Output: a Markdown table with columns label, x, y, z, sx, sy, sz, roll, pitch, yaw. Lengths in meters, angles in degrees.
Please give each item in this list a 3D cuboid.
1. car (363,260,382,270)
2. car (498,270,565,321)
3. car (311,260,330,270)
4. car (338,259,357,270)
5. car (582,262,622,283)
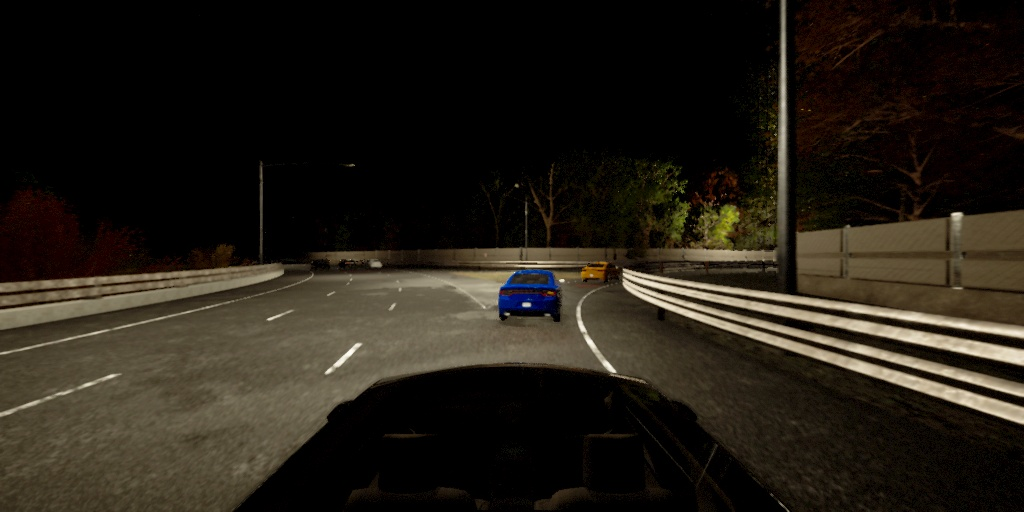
| label | x | y | z | sx | sy | sz | roll | pitch | yaw |
| --- | --- | --- | --- | --- | --- | --- | --- | --- | --- |
| car | -21.331 | 1.305 | 54.910 | 1.812 | 1.442 | 4.674 | 0 | -1 | -35 |
| car | 0.802 | 1.233 | 12.618 | 1.882 | 1.535 | 5.008 | 0 | 0 | 9 |
| car | -27.831 | 1.256 | 51.985 | 1.882 | 1.535 | 5.008 | 0 | 0 | -37 |
| car | -24.504 | 1.266 | 53.333 | 2.128 | 1.511 | 4.902 | 0 | -1 | -36 |
| car | 7.065 | 1.240 | 28.000 | 1.882 | 1.535 | 5.008 | 0 | 0 | 32 |
